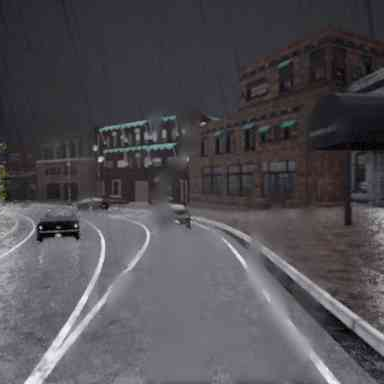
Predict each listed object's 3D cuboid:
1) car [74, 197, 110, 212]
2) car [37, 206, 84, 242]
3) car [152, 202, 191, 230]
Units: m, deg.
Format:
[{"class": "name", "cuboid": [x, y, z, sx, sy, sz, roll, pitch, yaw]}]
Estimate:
[{"class": "car", "cuboid": [-11.023, 1.312, 36.353, 5.008, 1.535, 1.882, 0, 1, 42]}, {"class": "car", "cuboid": [-6.617, 1.621, 16.799, 1.895, 1.301, 4.718, -1, 0, -19]}, {"class": "car", "cuboid": [-1.317, 1.413, 20.695, 1.837, 1.490, 4.892, 0, 0, -11]}]
